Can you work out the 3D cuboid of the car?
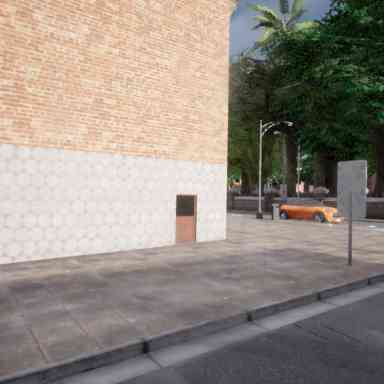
[{"bbox_3d":[8.755,1.344,24.606,2.097,1.767,4.553,2,-1,-35],"label":"car"}]
